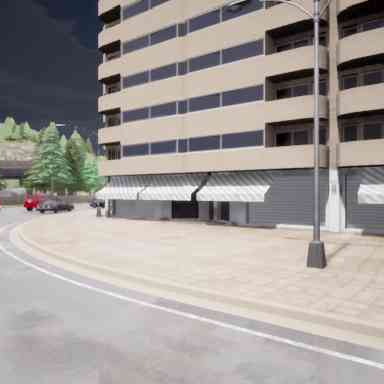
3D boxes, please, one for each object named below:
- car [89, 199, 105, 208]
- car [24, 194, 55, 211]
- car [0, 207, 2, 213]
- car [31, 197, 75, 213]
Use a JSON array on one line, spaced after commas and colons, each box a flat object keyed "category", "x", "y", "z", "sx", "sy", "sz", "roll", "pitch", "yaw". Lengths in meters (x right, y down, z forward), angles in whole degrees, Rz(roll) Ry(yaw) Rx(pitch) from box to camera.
[{"category": "car", "x": -12.064, "y": 1.601, "z": 46.621, "sx": 1.895, "sy": 1.301, "sz": 4.718, "roll": 0, "pitch": 0, "yaw": 27}, {"category": "car", "x": -17.870, "y": 1.221, "z": 40.487, "sx": 2.150, "sy": 2.045, "sz": 5.566, "roll": 0, "pitch": 0, "yaw": 14}, {"category": "car", "x": -18.606, "y": 1.601, "z": 29.116, "sx": 1.895, "sy": 1.301, "sz": 4.718, "roll": 0, "pitch": 0, "yaw": -5}, {"category": "car", "x": -14.945, "y": 1.547, "z": 36.582, "sx": 2.033, "sy": 1.411, "sz": 5.357, "roll": 0, "pitch": 0, "yaw": 7}]
